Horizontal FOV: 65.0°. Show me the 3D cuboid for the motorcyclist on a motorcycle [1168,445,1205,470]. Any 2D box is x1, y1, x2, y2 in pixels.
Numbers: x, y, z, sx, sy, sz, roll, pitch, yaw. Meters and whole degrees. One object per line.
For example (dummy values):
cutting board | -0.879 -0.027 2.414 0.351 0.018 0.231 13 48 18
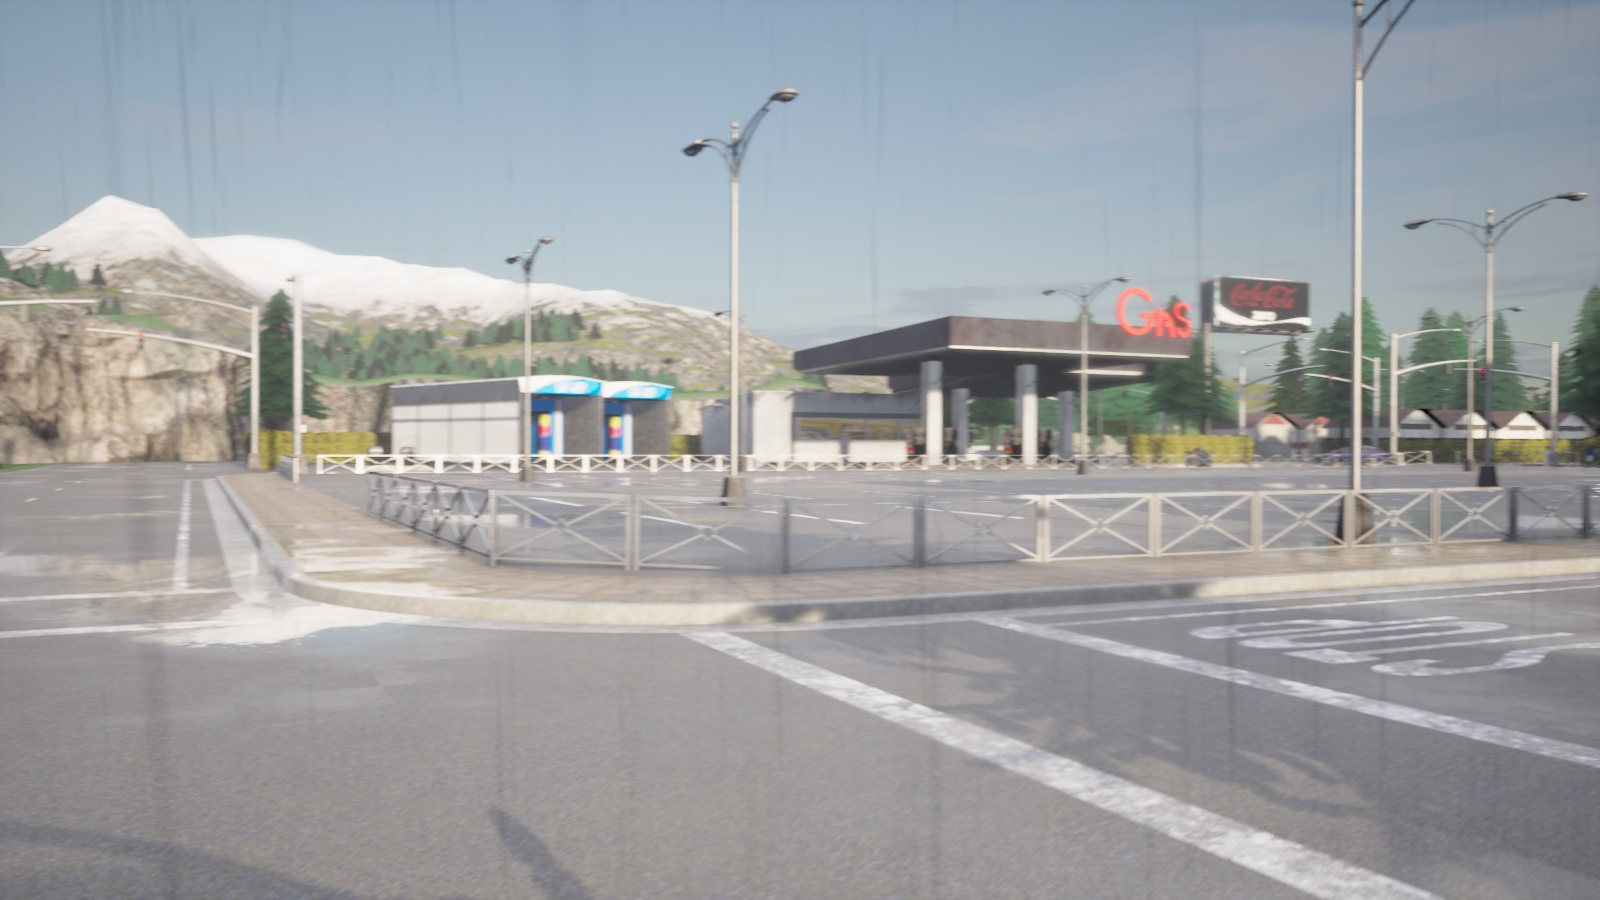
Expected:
motorcyclist on a motorcycle | 23.835 0.481 77.409 2.191 1.530 0.866 0 0 -25
